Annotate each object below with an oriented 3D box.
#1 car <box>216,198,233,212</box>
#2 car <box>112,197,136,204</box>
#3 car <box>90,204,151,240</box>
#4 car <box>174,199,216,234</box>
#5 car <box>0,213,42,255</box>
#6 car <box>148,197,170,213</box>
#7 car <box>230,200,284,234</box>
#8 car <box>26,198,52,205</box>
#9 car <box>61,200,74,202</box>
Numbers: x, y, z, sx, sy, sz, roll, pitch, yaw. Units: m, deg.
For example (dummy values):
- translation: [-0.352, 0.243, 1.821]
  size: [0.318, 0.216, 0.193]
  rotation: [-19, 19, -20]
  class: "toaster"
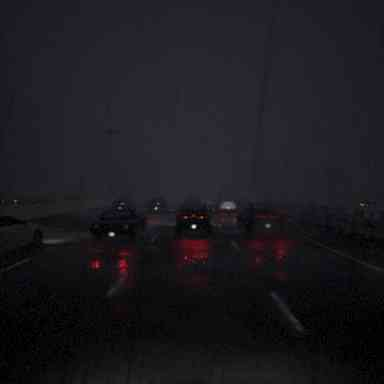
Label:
- translation: [3.581, 1.323, 35.024]
  size: [1.812, 1.442, 4.674]
  rotation: [0, 0, 0]
  class: "car"
- translation: [-6.918, 1.301, 34.034]
  size: [1.837, 1.490, 4.892]
  rotation: [0, 0, 0]
  class: "car"
- translation: [-3.408, 1.484, 16.341]
  size: [1.895, 1.301, 4.718]
  rotation: [0, 0, 0]
  class: "car"
- translation: [0.091, 1.375, 18.285]
  size: [1.837, 1.490, 4.892]
  rotation: [0, 0, 0]
  class: "car"
- translation: [-6.917, 1.443, 11.433]
  size: [1.812, 1.442, 4.674]
  rotation: [0, 0, 0]
  class: "car"
- translation: [-3.419, 1.302, 34.040]
  size: [1.837, 1.490, 4.892]
  rotation: [0, 0, 0]
  class: "car"
- translation: [3.591, 1.363, 18.100]
  size: [2.128, 1.511, 4.902]
  rotation: [0, 0, 0]
  class: "car"
- translation: [-21.107, 1.435, 46.209]
  size: [1.895, 1.301, 4.718]
  rotation: [0, 0, 0]
  class: "car"
- translation: [-17.605, 1.350, 47.685]
  size: [1.837, 1.490, 4.892]
  rotation: [0, 0, 0]
  class: "car"
